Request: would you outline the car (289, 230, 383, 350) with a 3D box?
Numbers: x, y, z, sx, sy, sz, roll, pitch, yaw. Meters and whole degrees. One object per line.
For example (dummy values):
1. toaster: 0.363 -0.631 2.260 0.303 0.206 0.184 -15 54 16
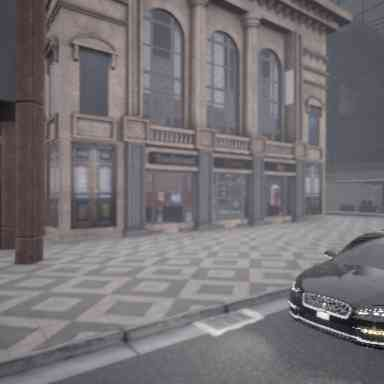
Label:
1. car: 3.824 1.500 6.064 4.892 1.490 1.837 1 0 -35
